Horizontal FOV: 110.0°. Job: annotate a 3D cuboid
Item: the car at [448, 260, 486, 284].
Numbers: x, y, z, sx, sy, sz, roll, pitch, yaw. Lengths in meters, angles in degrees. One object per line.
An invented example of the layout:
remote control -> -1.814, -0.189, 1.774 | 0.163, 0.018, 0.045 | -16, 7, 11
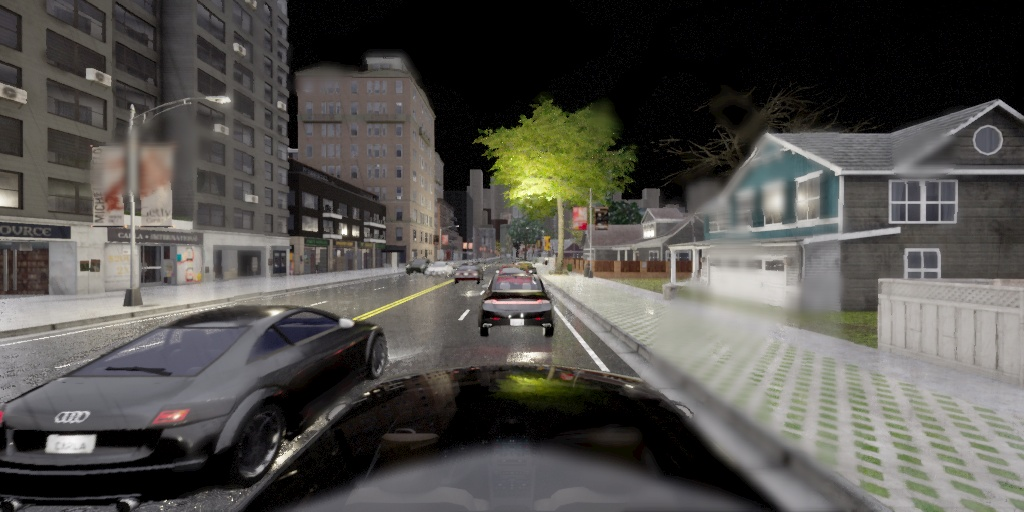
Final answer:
car -> -3.122, 1.281, 26.934 | 2.033, 1.411, 5.357 | 0, 0, 0

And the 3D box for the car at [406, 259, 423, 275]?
car -> -9.810, 1.070, 38.398 | 2.097, 1.767, 4.553 | 0, 0, 0

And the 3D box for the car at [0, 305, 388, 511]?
car -> -3.146, 1.313, 4.567 | 1.994, 1.385, 4.181 | 0, 0, 0

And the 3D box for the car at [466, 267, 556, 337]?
car -> 0.112, 1.239, 10.296 | 2.128, 1.511, 4.902 | 0, 0, 0

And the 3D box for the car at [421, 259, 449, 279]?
car -> -6.566, 1.252, 32.525 | 1.812, 1.442, 4.674 | 0, 0, 0

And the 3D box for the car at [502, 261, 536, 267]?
car -> 0.120, 1.219, 19.800 | 1.882, 1.535, 5.008 | 0, 0, 0

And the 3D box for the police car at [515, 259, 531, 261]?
police car -> 1.006, 1.155, 29.529 | 1.930, 1.638, 5.238 | 0, 0, 0
